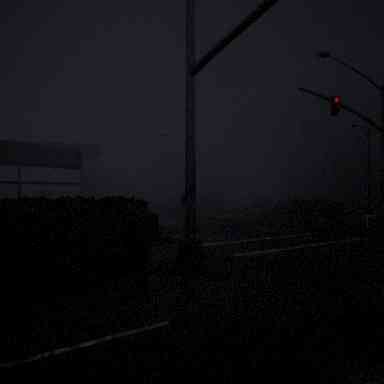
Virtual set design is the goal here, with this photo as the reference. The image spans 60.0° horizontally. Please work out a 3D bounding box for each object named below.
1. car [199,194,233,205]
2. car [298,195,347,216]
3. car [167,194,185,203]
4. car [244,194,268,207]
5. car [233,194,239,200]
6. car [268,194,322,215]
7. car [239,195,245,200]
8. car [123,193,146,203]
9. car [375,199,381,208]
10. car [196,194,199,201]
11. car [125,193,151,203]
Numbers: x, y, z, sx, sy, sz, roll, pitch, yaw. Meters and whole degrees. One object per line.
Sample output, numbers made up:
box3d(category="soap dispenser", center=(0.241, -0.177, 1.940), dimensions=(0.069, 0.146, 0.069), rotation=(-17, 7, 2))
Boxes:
box3d(category="car", center=(3.944, 1.298, 54.826), dimensions=(4.514, 1.523, 2.007), rotation=(0, 0, -35))
box3d(category="car", center=(12.030, 1.340, 29.984), dimensions=(4.514, 1.523, 2.007), rotation=(0, 0, -35))
box3d(category="car", center=(-2.634, 1.097, 65.428), dimensions=(4.605, 1.855, 1.932), rotation=(0, 0, -35))
box3d(category="car", center=(9.654, 1.320, 46.625), dimensions=(3.633, 1.501, 1.845), rotation=(0, 0, -35))
box3d(category="car", center=(9.441, 1.232, 77.918), dimensions=(3.806, 1.475, 1.970), rotation=(0, 0, -35))
box3d(category="car", center=(10.184, 1.330, 32.521), dimensions=(5.027, 1.636, 2.152), rotation=(0, 0, -35))
box3d(category="car", center=(13.395, 1.154, 72.853), dimensions=(5.027, 1.636, 2.152), rotation=(0, 0, -35))
box3d(category="car", center=(-10.961, 1.077, 63.595), dimensions=(3.866, 1.878, 1.905), rotation=(0, 0, -35))
box3d(category="car", center=(25.542, 1.384, 43.130), dimensions=(3.806, 1.475, 1.970), rotation=(0, 0, -35))
box3d(category="car", center=(1.567, 1.298, 76.863), dimensions=(4.514, 1.523, 2.007), rotation=(0, 0, -35))
box3d(category="car", center=(-9.550, 1.361, 60.523), dimensions=(3.806, 1.475, 1.970), rotation=(0, 0, -35))
